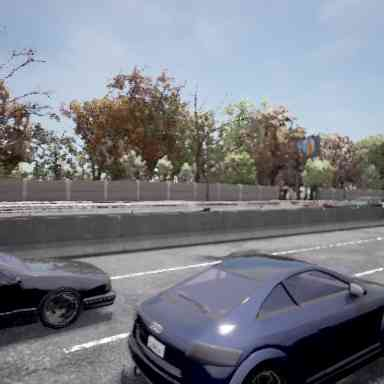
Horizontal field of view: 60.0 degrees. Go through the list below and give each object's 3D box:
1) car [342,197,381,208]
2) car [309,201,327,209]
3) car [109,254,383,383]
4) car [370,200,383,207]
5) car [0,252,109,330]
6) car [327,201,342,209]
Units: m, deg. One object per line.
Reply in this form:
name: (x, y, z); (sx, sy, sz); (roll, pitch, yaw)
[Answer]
car: (21.145, 1.646, 40.627); (5.566, 2.045, 2.150); (1, 0, -36)
car: (18.697, 1.971, 47.479); (4.674, 1.442, 1.812); (1, 0, -35)
car: (1.251, 1.601, 4.643); (4.181, 1.385, 1.994); (1, 0, -36)
car: (22.647, 1.964, 37.400); (5.357, 1.411, 2.033); (1, 0, -36)
car: (-3.994, 1.544, 5.196); (5.357, 1.411, 2.033); (1, 0, -36)
car: (20.721, 1.923, 44.624); (5.008, 1.535, 1.882); (1, 0, -35)
